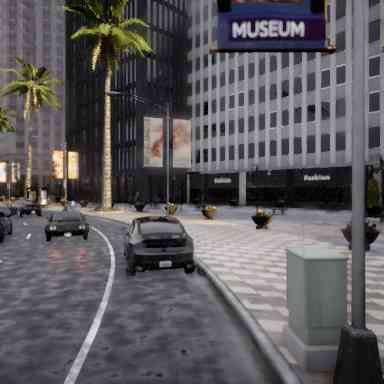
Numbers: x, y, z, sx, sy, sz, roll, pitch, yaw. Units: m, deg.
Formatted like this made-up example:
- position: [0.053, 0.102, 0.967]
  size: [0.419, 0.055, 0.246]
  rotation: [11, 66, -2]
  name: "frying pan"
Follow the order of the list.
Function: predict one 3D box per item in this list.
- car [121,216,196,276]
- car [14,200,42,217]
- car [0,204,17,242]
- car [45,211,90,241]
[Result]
- position: [-1.179, 1.503, 10.450]
  size: [1.837, 1.490, 4.892]
  rotation: [0, 0, -13]
  name: "car"
- position: [-15.641, 1.492, 31.030]
  size: [1.837, 1.490, 4.892]
  rotation: [0, 0, -44]
  name: "car"
- position: [-9.676, 1.516, 15.679]
  size: [1.812, 1.442, 4.674]
  rotation: [0, 0, -23]
  name: "car"
- position: [-6.310, 1.595, 16.721]
  size: [1.895, 1.301, 4.718]
  rotation: [0, 0, -22]
  name: "car"
